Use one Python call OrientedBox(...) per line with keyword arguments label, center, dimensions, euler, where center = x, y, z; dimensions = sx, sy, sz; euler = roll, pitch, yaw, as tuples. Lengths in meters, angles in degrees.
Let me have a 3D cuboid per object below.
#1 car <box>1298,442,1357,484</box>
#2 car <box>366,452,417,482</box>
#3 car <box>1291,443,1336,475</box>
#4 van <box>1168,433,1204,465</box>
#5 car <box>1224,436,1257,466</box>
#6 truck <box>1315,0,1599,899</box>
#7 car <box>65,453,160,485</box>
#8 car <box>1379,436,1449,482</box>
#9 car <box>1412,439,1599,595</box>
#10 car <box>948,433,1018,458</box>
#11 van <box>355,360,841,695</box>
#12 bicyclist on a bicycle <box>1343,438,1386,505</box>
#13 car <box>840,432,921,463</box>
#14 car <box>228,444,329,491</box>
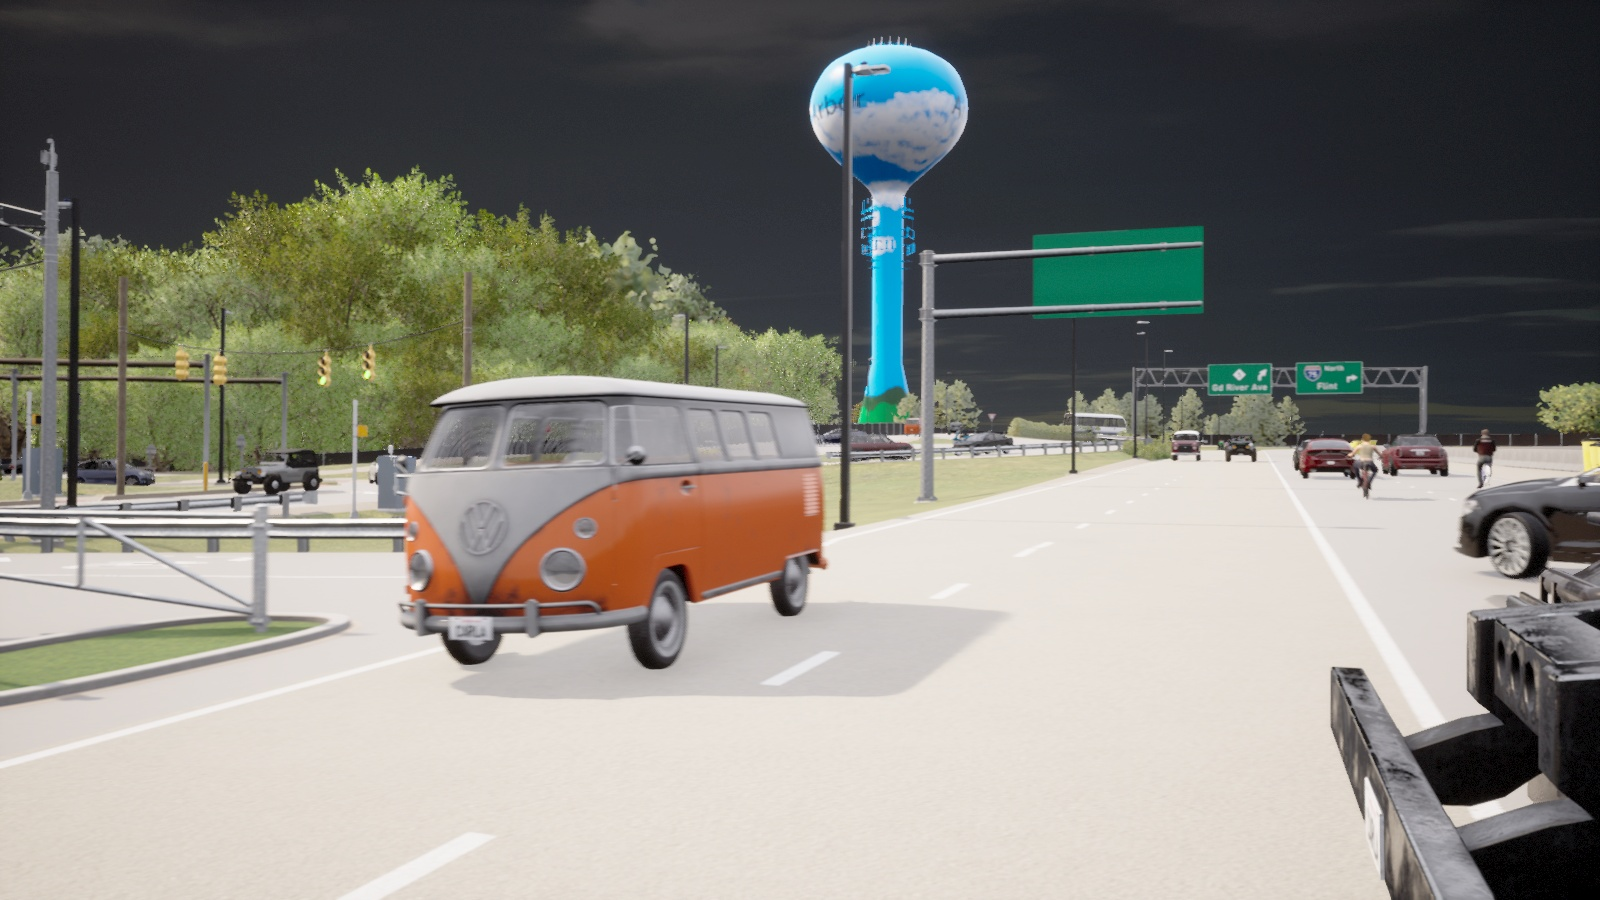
OrientedBox(label="car", center=(20.332, 0.449, 48.553), dimensions=(1.882, 1.535, 5.008), euler=(1, 1, 20))
OrientedBox(label="car", center=(-20.641, 0.831, 63.394), dimensions=(1.812, 1.442, 4.674), euler=(-1, 1, -26))
OrientedBox(label="car", center=(24.542, 0.415, 60.116), dimensions=(1.816, 1.474, 4.193), euler=(1, 1, 20))
OrientedBox(label="van", center=(26.090, -0.091, 84.813), dimensions=(2.069, 2.038, 4.480), euler=(1, 1, 20))
OrientedBox(label="car", center=(28.622, 0.032, 81.541), dimensions=(1.905, 1.878, 3.866), euler=(1, 1, 20))
OrientedBox(label="truck", center=(5.021, -0.158, 1.527), dimensions=(7.936, 3.462, 2.891), euler=(1, 1, 19))
OrientedBox(label="car", center=(-36.330, 0.980, 66.455), dimensions=(3.988, 1.617, 1.851), euler=(-1, -1, -6))
OrientedBox(label="car", center=(25.178, 0.337, 51.630), dimensions=(2.097, 1.767, 4.553), euler=(1, 1, 20))
OrientedBox(label="car", center=(8.914, 0.661, 12.356), dimensions=(2.128, 1.511, 4.902), euler=(0, 1, -27))
OrientedBox(label="car", center=(12.441, -0.341, 85.267), dimensions=(5.008, 1.535, 1.882), euler=(-3, 2, -42))
OrientedBox(label="van", center=(-1.236, 0.470, 9.830), dimensions=(1.775, 1.987, 4.442), euler=(-2, 0, 20))
OrientedBox(label="bicyclist on a bicycle", center=(14.014, 0.510, 31.217), dimensions=(0.866, 1.612, 1.509), euler=(1, 0, 20))
OrientedBox(label="car", center=(4.942, -0.149, 77.402), dimensions=(4.553, 1.767, 2.097), euler=(-2, 0, -13))
OrientedBox(label="car", center=(-22.298, 0.725, 53.799), dimensions=(1.905, 1.878, 3.866), euler=(1, 1, 19))
